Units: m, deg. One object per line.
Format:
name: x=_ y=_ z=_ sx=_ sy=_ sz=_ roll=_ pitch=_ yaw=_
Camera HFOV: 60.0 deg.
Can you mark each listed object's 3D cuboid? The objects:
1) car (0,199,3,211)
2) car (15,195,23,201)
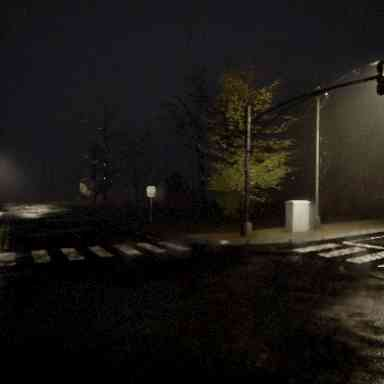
car: x=-23.738 y=1.425 z=39.773 sx=1.882 sy=1.535 sz=5.008 roll=1 pitch=0 yaw=-28
car: x=-41.447 y=1.430 z=79.650 sx=2.033 sy=1.411 sz=5.357 roll=1 pitch=0 yaw=-28
